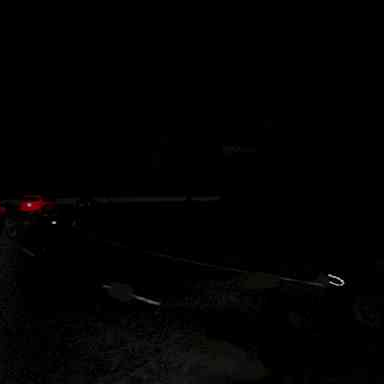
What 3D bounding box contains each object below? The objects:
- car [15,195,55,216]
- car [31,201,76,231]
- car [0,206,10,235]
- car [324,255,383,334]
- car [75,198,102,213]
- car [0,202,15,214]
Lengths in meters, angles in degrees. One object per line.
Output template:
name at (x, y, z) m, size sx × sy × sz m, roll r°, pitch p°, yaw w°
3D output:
car at (-15.778, 1.365, 34.658) m, size 2.150 × 2.045 × 5.566 m, roll 0°, pitch -1°, yaw -3°
car at (-9.094, 1.581, 21.645) m, size 2.128 × 1.511 × 4.902 m, roll 0°, pitch 0°, yaw -25°
car at (-11.787, 1.692, 19.050) m, size 1.895 × 1.301 × 4.718 m, roll 0°, pitch 0°, yaw -26°
car at (4.668, 1.476, 5.041) m, size 5.008 × 1.535 × 1.882 m, roll 0°, pitch 0°, yaw 36°
car at (-12.153, 1.503, 39.042) m, size 2.097 × 1.767 × 4.553 m, roll 0°, pitch 0°, yaw 3°
car at (-19.070, 1.718, 34.081) m, size 1.994 × 1.385 × 4.181 m, roll 0°, pitch 0°, yaw -4°
